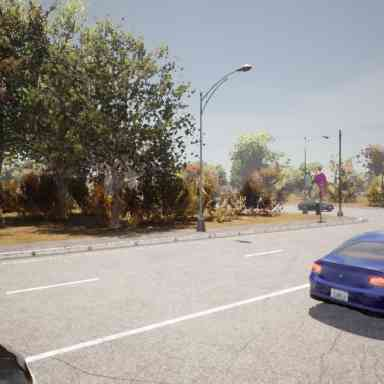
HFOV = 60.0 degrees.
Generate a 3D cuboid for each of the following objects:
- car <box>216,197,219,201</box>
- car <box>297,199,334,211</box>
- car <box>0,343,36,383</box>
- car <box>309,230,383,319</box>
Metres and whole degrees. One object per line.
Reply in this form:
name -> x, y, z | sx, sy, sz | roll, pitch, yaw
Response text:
car -> 3.551, 1.450, 56.991 | 1.812, 1.442, 4.674 | 0, 0, -32
car -> 14.628, 1.564, 39.470 | 1.994, 1.385, 4.181 | 0, 0, -32
car -> -3.298, 1.490, 1.393 | 4.902, 1.511, 2.128 | 0, 0, -36
car -> 4.299, 1.526, 6.821 | 4.674, 1.442, 1.812 | 0, 0, -36
